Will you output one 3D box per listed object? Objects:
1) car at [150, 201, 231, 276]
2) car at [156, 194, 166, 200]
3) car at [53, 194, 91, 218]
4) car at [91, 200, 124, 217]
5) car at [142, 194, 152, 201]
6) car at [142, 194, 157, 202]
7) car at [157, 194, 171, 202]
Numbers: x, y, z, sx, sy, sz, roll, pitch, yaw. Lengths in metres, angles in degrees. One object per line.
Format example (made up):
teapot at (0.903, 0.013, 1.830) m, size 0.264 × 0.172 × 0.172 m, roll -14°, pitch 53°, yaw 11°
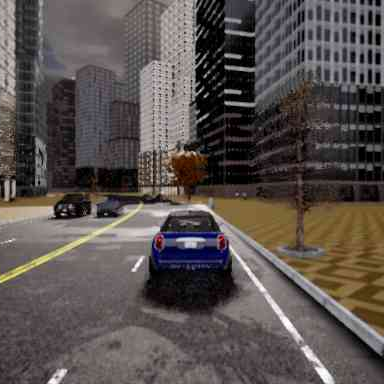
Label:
car at (-0.069, 1.337, 10.457) m, size 2.097 × 1.767 × 4.553 m, roll 0°, pitch 0°, yaw -1°
car at (-7.505, 1.171, 79.338) m, size 1.882 × 1.535 × 5.008 m, roll 0°, pitch 0°, yaw -12°
car at (-10.663, 1.170, 30.204) m, size 2.150 × 2.045 × 5.566 m, roll 0°, pitch 0°, yaw -3°
car at (-7.440, 1.490, 30.752) m, size 2.033 × 1.411 × 5.357 m, roll 0°, pitch 0°, yaw -4°
car at (-10.677, 1.192, 78.627) m, size 1.837 × 1.490 × 4.892 m, roll 0°, pitch 0°, yaw -12°
car at (-8.870, 1.362, 69.098) m, size 1.994 × 1.385 × 4.181 m, roll 0°, pitch 0°, yaw -10°
car at (-5.602, 1.402, 69.261) m, size 1.895 × 1.301 × 4.718 m, roll 0°, pitch 0°, yaw -10°
